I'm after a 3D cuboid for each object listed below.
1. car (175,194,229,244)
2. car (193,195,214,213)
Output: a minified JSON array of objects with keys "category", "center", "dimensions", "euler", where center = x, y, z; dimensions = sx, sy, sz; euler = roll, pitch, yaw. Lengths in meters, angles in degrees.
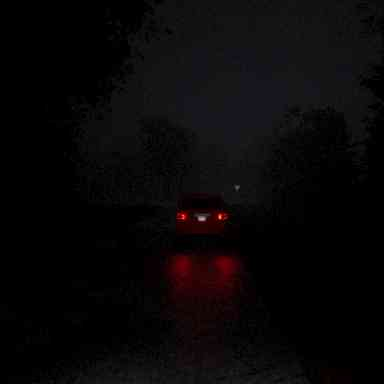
[{"category":"car","center":[0.463,1.077,15.284],"dimensions":[2.150,2.045,5.566],"euler":[0,1,2]},{"category":"car","center":[1.112,1.074,32.255],"dimensions":[1.882,1.535,5.008],"euler":[0,1,3]}]
